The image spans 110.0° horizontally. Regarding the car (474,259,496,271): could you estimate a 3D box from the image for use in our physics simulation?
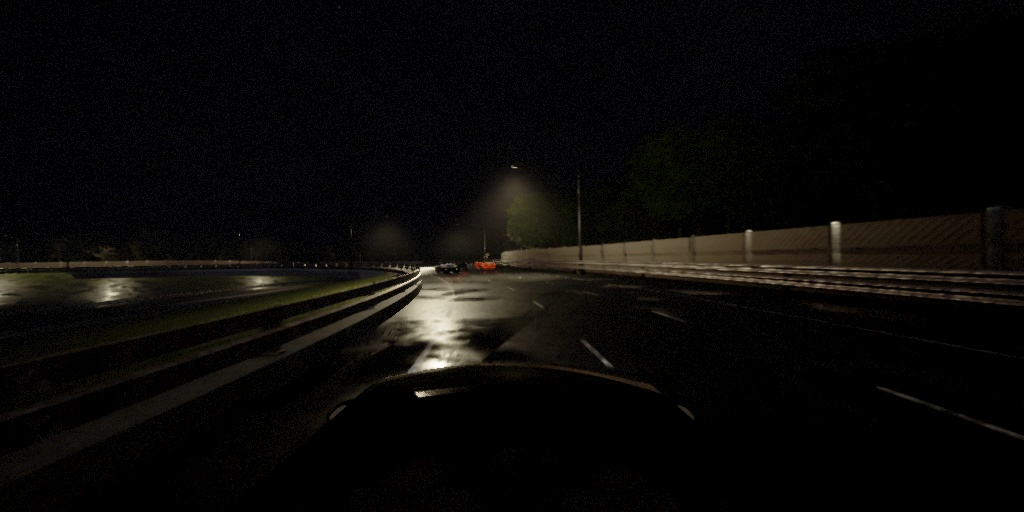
[{"bbox_3d":[-3.876,1.177,50.502,2.097,1.767,4.553,-1,0,-22],"label":"car"}]

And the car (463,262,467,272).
[{"bbox_3d":[-7.773,1.407,49.892,1.837,1.490,4.892,0,0,-26],"label":"car"}]

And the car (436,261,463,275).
[{"bbox_3d":[-7.390,1.496,40.738,1.895,1.301,4.718,-1,0,-23],"label":"car"}]
